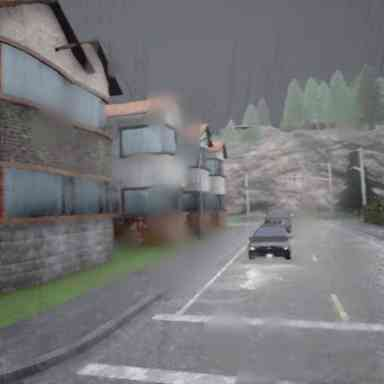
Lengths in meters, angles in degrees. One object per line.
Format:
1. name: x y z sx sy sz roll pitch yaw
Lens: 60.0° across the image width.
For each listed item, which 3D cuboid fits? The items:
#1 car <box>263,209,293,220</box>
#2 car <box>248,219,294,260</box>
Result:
1. car: 7.459 2.494 28.548 2.150 2.045 5.566 -3 -3 17
2. car: 3.906 2.338 16.266 2.033 1.411 5.357 -3 -3 16
